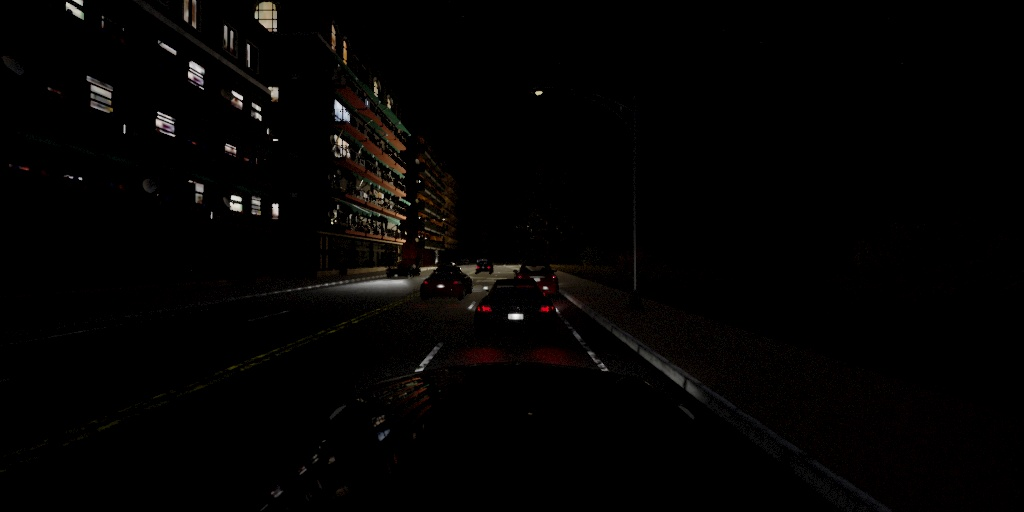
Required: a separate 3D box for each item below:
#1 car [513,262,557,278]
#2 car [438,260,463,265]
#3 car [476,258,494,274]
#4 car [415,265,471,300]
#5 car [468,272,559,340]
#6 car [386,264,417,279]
[{"bbox_3d":[1.146,1.103,18.548,2.097,1.767,4.553,0,0,0],"label":"car"},{"bbox_3d":[-6.584,1.316,36.515,1.994,1.385,4.181,0,0,0],"label":"car"},{"bbox_3d":[-3.127,1.299,41.548,2.033,1.411,5.357,0,0,0],"label":"car"},{"bbox_3d":[-3.142,1.316,17.815,1.994,1.385,4.181,0,0,0],"label":"car"},{"bbox_3d":[0.099,1.315,9.967,1.994,1.385,4.181,0,0,0],"label":"car"},{"bbox_3d":[-9.835,1.353,32.626,1.895,1.301,4.718,0,0,0],"label":"car"}]
